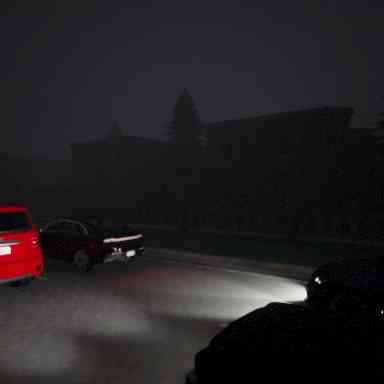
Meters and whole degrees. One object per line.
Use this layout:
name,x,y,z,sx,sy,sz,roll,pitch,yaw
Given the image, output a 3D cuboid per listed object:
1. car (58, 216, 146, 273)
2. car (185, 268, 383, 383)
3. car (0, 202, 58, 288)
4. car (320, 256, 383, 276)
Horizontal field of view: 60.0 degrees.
car,-3.710,1.538,10.890,4.902,1.511,2.128,0,0,36
car,2.271,1.598,2.372,4.718,1.301,1.895,0,0,36
car,-5.937,1.270,8.182,5.566,2.045,2.150,0,0,36
car,4.079,1.563,5.383,4.181,1.385,1.994,0,0,35
